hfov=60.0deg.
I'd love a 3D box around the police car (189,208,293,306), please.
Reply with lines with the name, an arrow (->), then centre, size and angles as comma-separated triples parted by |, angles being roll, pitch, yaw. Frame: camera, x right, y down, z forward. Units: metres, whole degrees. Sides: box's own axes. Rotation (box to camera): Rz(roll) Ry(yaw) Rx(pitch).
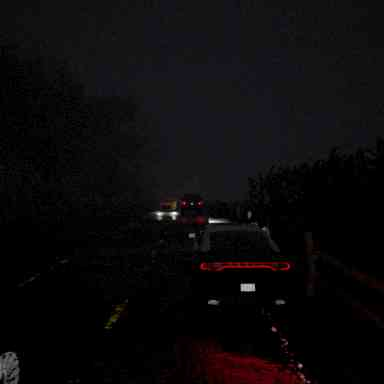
police car -> 0.949, 1.423, 8.251 | 1.930, 1.638, 5.238 | 0, 0, 0

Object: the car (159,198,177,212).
car -> -2.811, 1.472, 39.500 | 1.882, 1.535, 5.008 | 0, 0, 0

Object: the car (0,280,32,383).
car -> -2.754, 1.491, 1.875 | 2.128, 1.511, 4.902 | 0, 0, 0

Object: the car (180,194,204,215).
car -> 0.011, 1.216, 33.869 | 2.150, 2.045, 5.566 | 0, 0, 0
